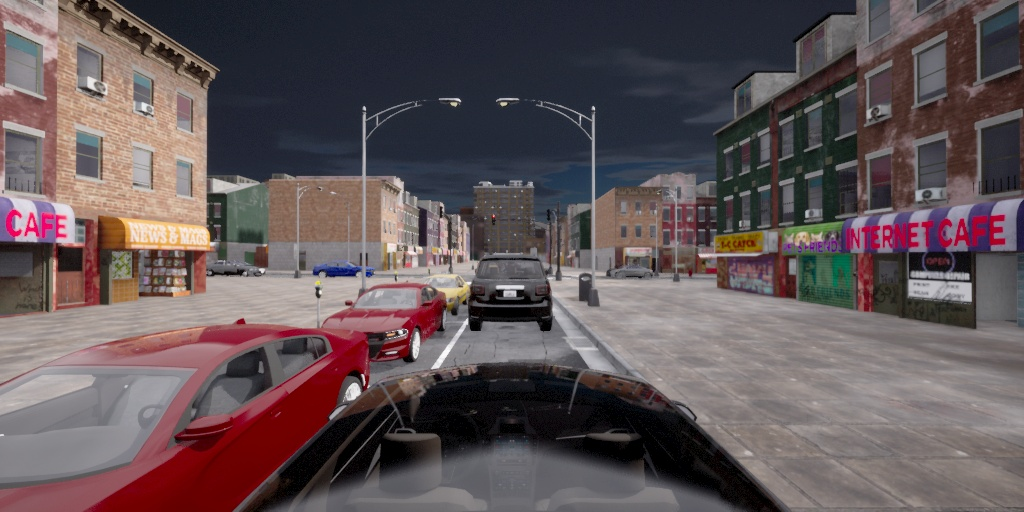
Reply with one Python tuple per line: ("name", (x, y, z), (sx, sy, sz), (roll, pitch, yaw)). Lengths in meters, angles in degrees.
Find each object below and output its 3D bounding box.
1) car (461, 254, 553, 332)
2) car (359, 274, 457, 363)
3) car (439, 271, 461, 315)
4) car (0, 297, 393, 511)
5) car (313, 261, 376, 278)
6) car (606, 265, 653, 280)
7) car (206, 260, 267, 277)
("car", (-0.019, 0.976, 11.026), (2.150, 2.045, 5.566), (0, 0, 1))
("car", (-2.630, 1.298, 8.210), (1.888, 1.381, 4.507), (0, 0, 0))
("car", (-2.625, 1.282, 13.533), (1.751, 1.417, 4.829), (0, 0, 0))
("car", (-2.636, 1.295, 2.715), (1.888, 1.381, 4.507), (0, 0, 0))
("car", (-14.355, 1.155, 30.803), (5.008, 1.535, 1.882), (0, 0, -1))
("car", (11.063, 1.487, 33.861), (4.181, 1.385, 1.994), (1, 0, -1))
("car", (-23.854, 1.102, 30.767), (4.902, 1.511, 2.128), (0, 0, 0))
